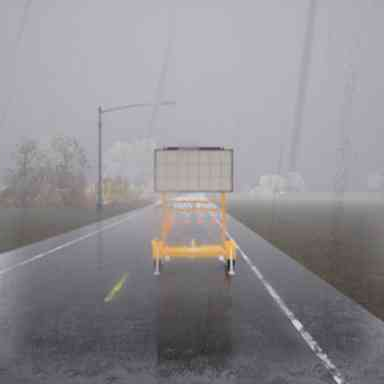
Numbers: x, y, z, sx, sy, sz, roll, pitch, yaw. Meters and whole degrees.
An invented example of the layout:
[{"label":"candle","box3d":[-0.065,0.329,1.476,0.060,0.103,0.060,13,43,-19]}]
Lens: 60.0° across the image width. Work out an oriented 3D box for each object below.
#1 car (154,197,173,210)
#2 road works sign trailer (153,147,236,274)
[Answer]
[{"label":"car","box3d":[-3.334,1.329,39.832,1.812,1.442,4.674,0,0,1]},{"label":"road works sign trailer","box3d":[0.054,0.411,10.313,2.380,3.560,2.880,0,0,-1]}]
